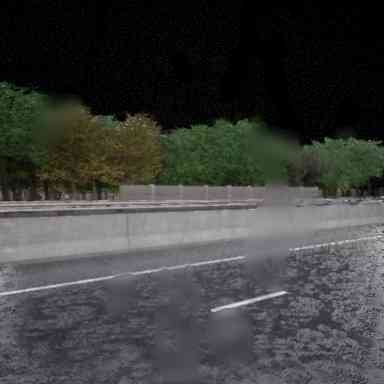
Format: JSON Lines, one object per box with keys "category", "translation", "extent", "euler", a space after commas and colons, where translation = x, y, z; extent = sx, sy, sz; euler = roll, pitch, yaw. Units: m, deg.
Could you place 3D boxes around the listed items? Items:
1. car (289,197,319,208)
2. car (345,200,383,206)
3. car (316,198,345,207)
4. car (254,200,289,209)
{"category": "car", "translation": [14.345, 1.467, 39.966], "extent": [4.553, 1.767, 2.097], "euler": [0, 0, -35]}
{"category": "car", "translation": [18.193, 1.622, 34.121], "extent": [4.892, 1.490, 1.837], "euler": [1, -1, -35]}
{"category": "car", "translation": [16.216, 1.680, 37.006], "extent": [4.181, 1.385, 1.994], "euler": [0, 0, -35]}
{"category": "car", "translation": [10.181, 1.658, 41.315], "extent": [5.357, 1.411, 2.033], "euler": [0, 0, -35]}
